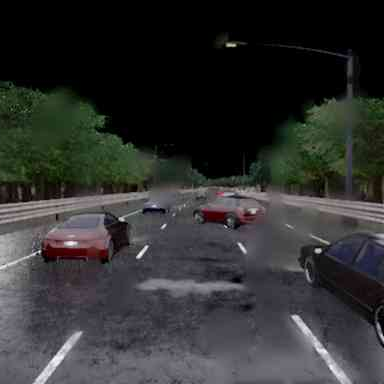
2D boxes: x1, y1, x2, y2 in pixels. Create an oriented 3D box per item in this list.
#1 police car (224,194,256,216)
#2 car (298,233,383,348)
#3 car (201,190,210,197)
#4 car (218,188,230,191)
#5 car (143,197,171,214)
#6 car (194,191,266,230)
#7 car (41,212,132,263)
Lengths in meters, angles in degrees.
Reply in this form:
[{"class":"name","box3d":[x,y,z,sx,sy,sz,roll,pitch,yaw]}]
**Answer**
[{"class":"police car","box3d":[3.891,1.029,27.613,2.038,1.542,4.974,0,1,2]},{"class":"car","box3d":[3.518,1.438,5.811,2.033,1.411,5.357,0,1,0]},{"class":"car","box3d":[3.352,0.339,81.388,2.128,1.511,4.902,0,1,5]},{"class":"car","box3d":[4.746,0.442,49.431,2.150,2.045,5.566,0,1,3]},{"class":"car","box3d":[-2.966,1.070,28.606,1.994,1.385,4.181,0,1,2]},{"class":"car","box3d":[1.990,1.017,18.786,2.097,1.767,4.553,-1,1,-33]},{"class":"car","box3d":[-3.319,1.359,11.189,1.994,1.385,4.181,0,1,1]}]
